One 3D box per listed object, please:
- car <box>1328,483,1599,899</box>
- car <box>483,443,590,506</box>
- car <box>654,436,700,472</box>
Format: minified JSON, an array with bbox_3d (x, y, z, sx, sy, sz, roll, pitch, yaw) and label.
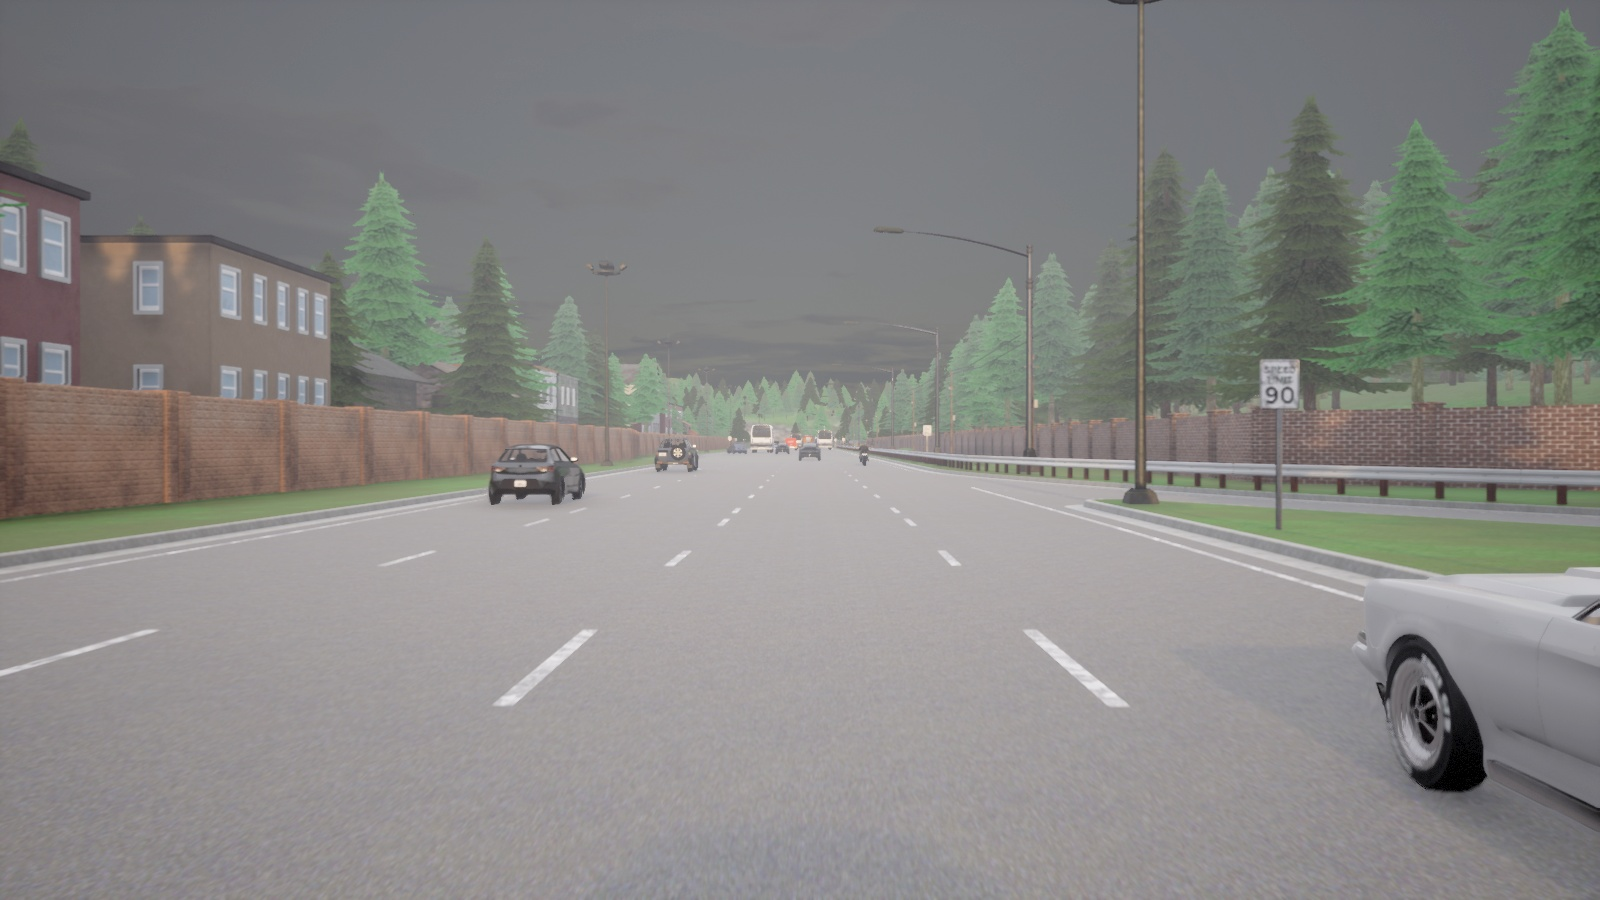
[{"bbox_3d":[3.537,0.828,3.825,1.895,1.301,4.718,0,0,0],"label":"car"},{"bbox_3d":[-6.625,0.574,32.006,1.816,1.474,4.193,0,0,0],"label":"car"},{"bbox_3d":[-6.421,0.187,65.754,1.932,1.855,4.605,0,0,0],"label":"car"}]
